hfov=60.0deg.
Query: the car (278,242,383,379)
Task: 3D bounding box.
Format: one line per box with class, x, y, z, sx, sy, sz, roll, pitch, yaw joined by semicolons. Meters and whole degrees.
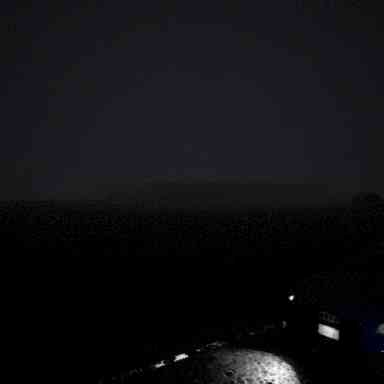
car;3.329;1.563;5.314;4.181;1.385;1.994;0;0;-35
